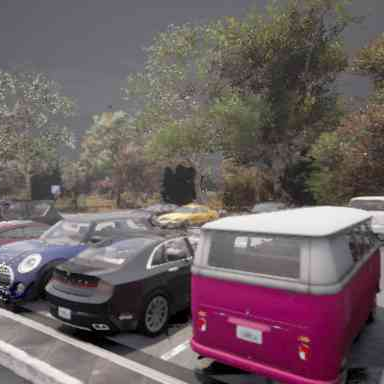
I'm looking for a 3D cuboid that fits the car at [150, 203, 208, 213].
[{"bbox_3d":[-0.186,1.570,22.506,1.946,1.575,5.366,0,0,35],"label":"car"}]

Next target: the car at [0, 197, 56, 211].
[{"bbox_3d":[-7.352,1.318,11.745,2.435,2.045,5.566,0,0,35],"label":"car"}]

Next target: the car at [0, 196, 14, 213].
[{"bbox_3d":[-25.083,1.507,40.404,2.435,2.045,5.566,0,0,35],"label":"car"}]

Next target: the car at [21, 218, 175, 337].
[{"bbox_3d":[-0.485,1.520,6.888,2.231,1.521,4.892,0,0,35],"label":"car"}]

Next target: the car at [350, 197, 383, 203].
[{"bbox_3d":[8.985,1.255,16.246,2.435,2.045,5.566,0,0,35],"label":"car"}]

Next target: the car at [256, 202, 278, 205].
[{"bbox_3d":[4.462,1.414,19.466,2.185,1.767,4.553,0,0,35],"label":"car"}]

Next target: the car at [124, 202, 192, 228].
[{"bbox_3d":[-2.338,1.591,24.271,2.231,1.521,4.892,0,0,35],"label":"car"}]

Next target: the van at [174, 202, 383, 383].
[{"bbox_3d":[1.870,1.276,5.364,1.878,1.987,4.442,0,0,35],"label":"van"}]

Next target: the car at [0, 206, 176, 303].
[{"bbox_3d":[-2.748,1.410,8.543,2.185,1.767,4.553,0,0,35],"label":"car"}]
